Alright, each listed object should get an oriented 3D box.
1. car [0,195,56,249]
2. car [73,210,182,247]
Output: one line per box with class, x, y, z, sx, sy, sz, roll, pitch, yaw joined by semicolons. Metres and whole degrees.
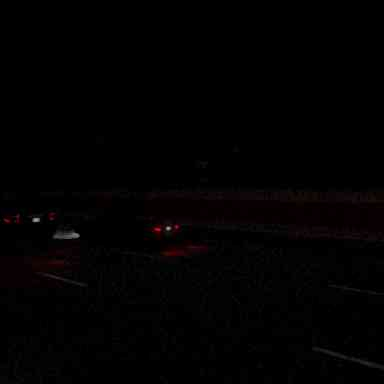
car;-8.079;1.135;14.164;5.566;2.045;2.150;0;0;36
car;-2.971;1.489;14.773;5.357;1.411;2.033;1;0;36
